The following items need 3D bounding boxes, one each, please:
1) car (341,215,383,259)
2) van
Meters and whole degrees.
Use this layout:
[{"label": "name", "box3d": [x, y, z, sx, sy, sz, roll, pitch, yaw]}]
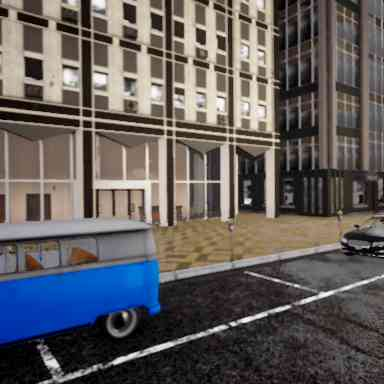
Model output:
[{"label": "car", "box3d": [6.871, 1.466, 11.459, 4.403, 1.369, 2.008, 0, 0, -35]}, {"label": "van", "box3d": [-2.410, 1.336, 4.848, 3.998, 1.788, 1.690, 0, 0, -35]}]
